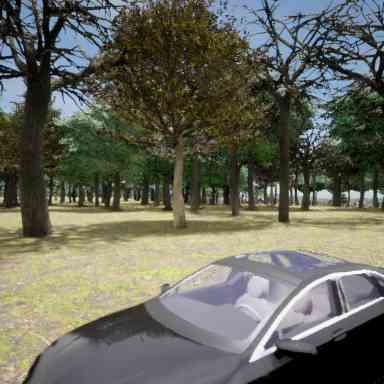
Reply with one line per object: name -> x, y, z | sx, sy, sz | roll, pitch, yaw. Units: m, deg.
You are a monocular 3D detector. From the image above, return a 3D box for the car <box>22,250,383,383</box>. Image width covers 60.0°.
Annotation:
car -> 0.820, 1.494, 3.653 | 4.902, 1.511, 2.128 | 0, 0, -35
